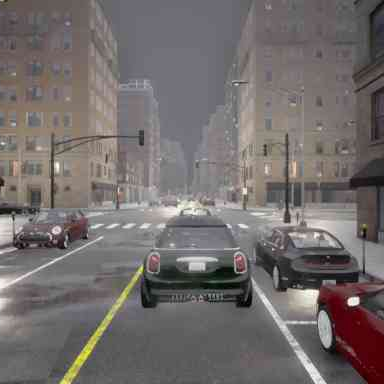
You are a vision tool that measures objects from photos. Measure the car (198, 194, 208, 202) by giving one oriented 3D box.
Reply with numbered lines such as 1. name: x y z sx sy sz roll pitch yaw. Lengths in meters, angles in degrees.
1. car: 2.595 1.595 63.811 1.752 1.417 4.829 0 0 0

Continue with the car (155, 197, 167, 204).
1. car: -5.929 1.613 63.587 1.887 1.381 4.507 0 0 0

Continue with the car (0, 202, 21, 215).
1. car: -16.315 1.531 30.247 4.718 1.301 1.895 0 0 0

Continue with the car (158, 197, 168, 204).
1. car: -5.968 1.665 69.095 1.802 1.307 4.206 0 0 0

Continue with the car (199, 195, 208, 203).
1. car: 2.520 1.541 74.656 1.967 1.590 4.097 0 0 0

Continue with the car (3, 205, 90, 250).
1. car: -5.815 1.445 14.209 1.967 1.590 4.097 0 0 0

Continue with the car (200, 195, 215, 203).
1. car: 2.673 1.590 52.627 1.887 1.381 4.507 0 0 0

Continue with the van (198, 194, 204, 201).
1. van: 2.405 1.503 91.176 1.690 1.788 3.998 0 0 0

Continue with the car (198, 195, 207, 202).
1. car: 2.482 1.559 80.162 1.967 1.590 4.097 0 0 0

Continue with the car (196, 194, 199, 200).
1. car: 2.559 1.399 69.148 2.192 1.841 5.009 0 0 0

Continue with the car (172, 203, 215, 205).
1. car: 0.137 1.497 15.400 2.128 1.511 4.902 0 0 0

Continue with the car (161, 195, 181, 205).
1. car: -3.073 1.588 50.245 2.033 1.411 5.357 0 0 -1

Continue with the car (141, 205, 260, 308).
1. car: 0.069 1.355 8.097 2.097 1.767 4.553 0 0 -1

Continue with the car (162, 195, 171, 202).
1. car: -6.043 1.558 80.111 1.967 1.590 4.097 0 0 0

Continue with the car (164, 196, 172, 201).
1. car: -6.082 1.721 85.619 1.802 1.307 4.206 0 0 0

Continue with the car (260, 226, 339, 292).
1. car: 2.697 1.553 8.700 2.008 1.369 4.403 0 0 0

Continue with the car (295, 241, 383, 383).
1. car: 2.683 1.545 3.209 1.887 1.381 4.507 0 0 0

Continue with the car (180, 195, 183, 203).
1. car: -3.125 1.661 60.063 1.895 1.301 4.718 0 0 0

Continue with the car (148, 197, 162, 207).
1. car: -5.852 1.595 52.571 2.008 1.369 4.403 0 0 0

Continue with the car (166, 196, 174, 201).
1. car: -6.121 1.727 91.127 1.947 1.339 4.313 0 0 0

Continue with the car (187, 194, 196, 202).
1. car: -0.189 1.706 80.130 1.895 1.301 4.718 0 0 0

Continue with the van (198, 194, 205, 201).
1. van: 2.444 1.481 85.670 1.690 1.788 3.998 0 0 0

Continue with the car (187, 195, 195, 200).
1. car: -0.259 1.542 90.105 1.994 1.385 4.181 0 0 0
